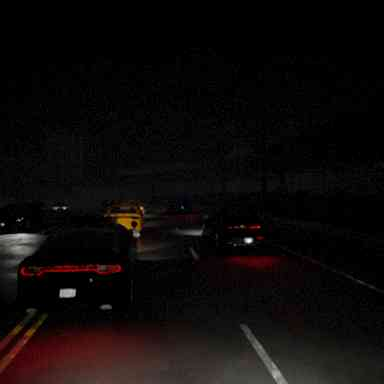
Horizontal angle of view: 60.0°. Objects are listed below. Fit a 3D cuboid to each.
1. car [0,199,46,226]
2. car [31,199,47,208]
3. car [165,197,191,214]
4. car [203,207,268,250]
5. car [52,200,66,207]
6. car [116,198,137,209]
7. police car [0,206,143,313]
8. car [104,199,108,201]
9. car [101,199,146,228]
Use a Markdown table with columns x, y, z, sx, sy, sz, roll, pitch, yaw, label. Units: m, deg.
| x | y | z | sx | sy | sz | roll | pitch | yaw | label |
| --- | --- | --- | --- | --- | --- | --- | --- | --- | --- |
| -9.912 | 1.368 | 19.225 | 1.837 | 1.490 | 4.892 | 0 | 0 | -8 | car |
| -24.995 | 1.881 | 54.239 | 2.033 | 1.411 | 5.357 | 0 | -2 | -28 | car |
| -1.416 | 1.244 | 32.076 | 1.882 | 1.535 | 5.008 | 0 | 0 | -13 | car |
| 1.649 | 1.387 | 13.871 | 1.837 | 1.490 | 4.892 | 0 | 0 | -7 | car |
| -23.438 | 2.052 | 58.534 | 1.895 | 1.301 | 4.718 | 0 | -2 | -30 | car |
| -8.823 | 1.456 | 44.569 | 1.994 | 1.385 | 4.181 | 0 | -1 | -22 | car |
| -2.278 | 1.366 | 7.802 | 1.930 | 1.638 | 5.238 | 0 | 0 | -7 | police car |
| -14.236 | 1.854 | 56.715 | 1.895 | 1.301 | 4.718 | 0 | -2 | -28 | car |
| -3.506 | 1.341 | 17.618 | 1.882 | 1.535 | 5.008 | 0 | 0 | -7 | car |
